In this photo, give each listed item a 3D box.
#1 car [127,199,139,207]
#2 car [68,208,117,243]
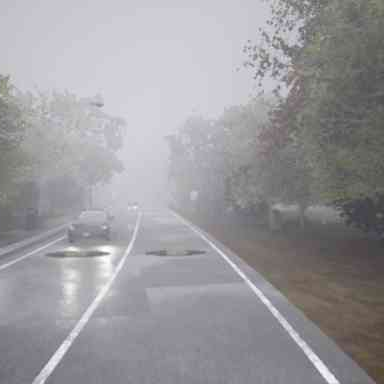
[{"bbox_3d":[-11.036,2.078,62.099,2.128,1.511,4.902,0,-3,-8],"label":"car"},{"bbox_3d":[-4.801,1.556,16.591,1.812,1.442,4.674,0,0,-7],"label":"car"}]
